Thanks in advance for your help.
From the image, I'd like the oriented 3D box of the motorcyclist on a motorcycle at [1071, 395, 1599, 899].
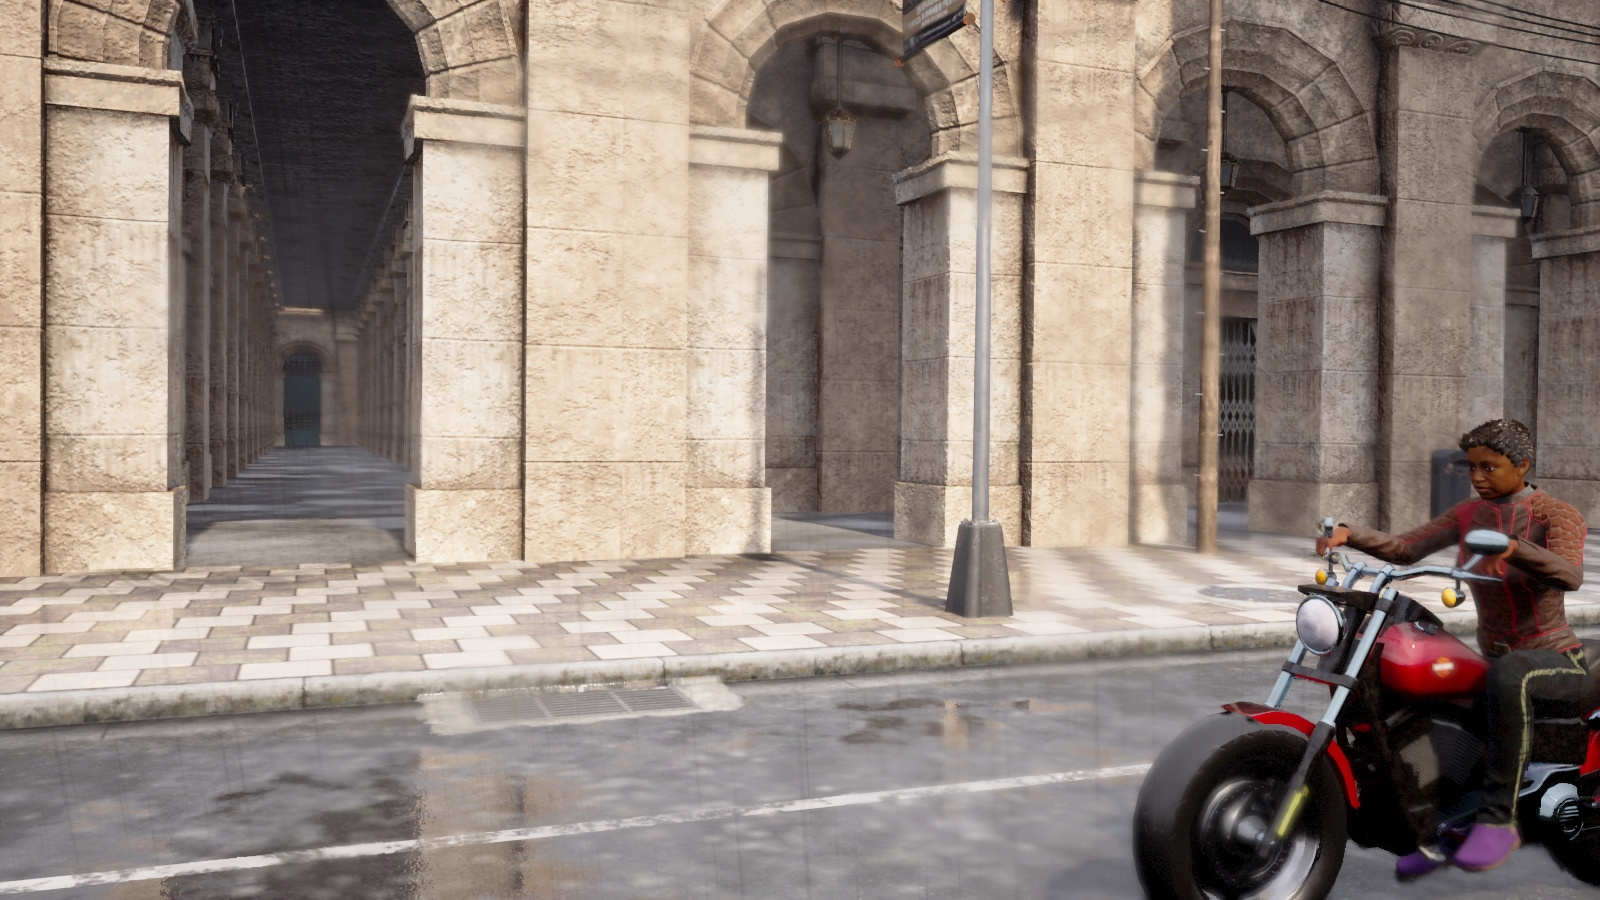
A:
[{"bbox_3d":[2.107,0.660,4.062,2.350,1.649,0.766,-1,1,-21],"label":"motorcyclist on a motorcycle"}]
